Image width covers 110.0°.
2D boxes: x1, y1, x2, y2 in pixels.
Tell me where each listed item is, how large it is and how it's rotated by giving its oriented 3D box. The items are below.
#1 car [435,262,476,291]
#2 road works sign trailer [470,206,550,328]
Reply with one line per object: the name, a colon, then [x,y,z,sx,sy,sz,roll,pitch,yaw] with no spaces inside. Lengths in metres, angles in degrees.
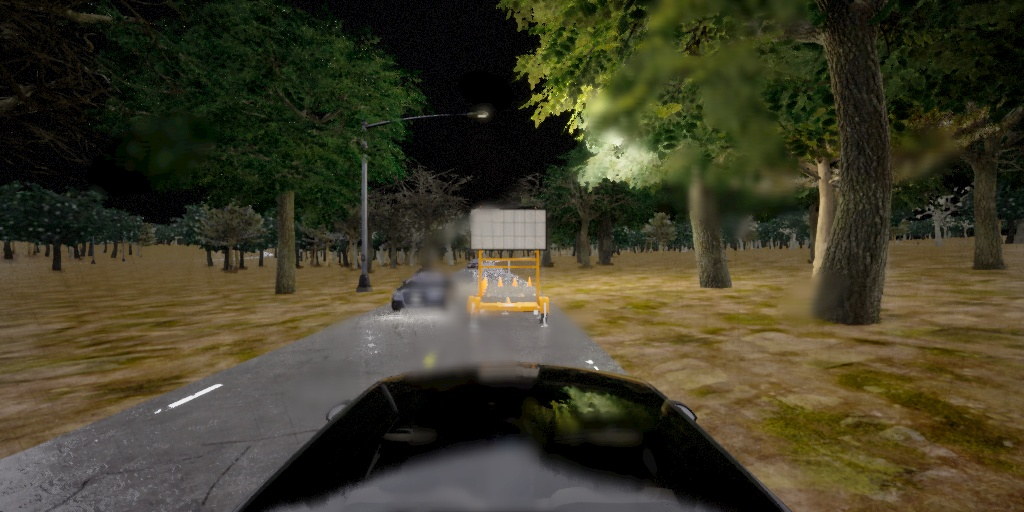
car: [-3.724,1.346,24.355,1.994,1.385,4.181,0,0,-3]
road works sign trailer: [-0.098,0.225,11.455,2.380,3.560,2.880,0,0,-2]
